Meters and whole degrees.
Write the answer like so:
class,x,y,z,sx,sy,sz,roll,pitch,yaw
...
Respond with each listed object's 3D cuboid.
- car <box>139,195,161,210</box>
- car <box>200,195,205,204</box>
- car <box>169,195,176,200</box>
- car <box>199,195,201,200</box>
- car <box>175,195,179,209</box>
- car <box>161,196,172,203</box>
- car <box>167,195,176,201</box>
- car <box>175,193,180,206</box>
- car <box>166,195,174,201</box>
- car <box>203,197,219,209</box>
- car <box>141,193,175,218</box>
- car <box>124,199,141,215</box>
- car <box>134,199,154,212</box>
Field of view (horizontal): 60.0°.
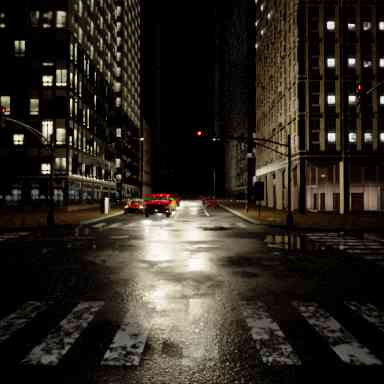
class,x,y,z,sx,sy,sz,roll,pitch,yaw
car,-5.605,1.332,44.966,2.192,1.841,5.009,1,0,0
car,2.789,1.547,56.341,1.752,1.417,4.829,1,0,0
car,-5.535,1.605,95.142,1.947,1.339,4.313,1,0,0
car,2.796,1.590,61.748,1.947,1.339,4.313,1,0,0
car,-3.036,1.493,41.571,1.882,1.535,5.008,0,0,0
car,-5.568,1.573,72.841,1.887,1.381,4.507,1,0,0
car,-5.543,1.587,89.567,2.008,1.369,4.403,1,0,0
car,-3.014,1.242,52.070,2.150,2.045,5.566,0,0,0
car,-5.551,1.578,83.992,1.887,1.381,4.507,1,0,0
car,2.770,1.599,45.015,1.802,1.307,4.206,1,0,0
car,-3.047,1.233,31.144,2.150,2.045,5.566,0,0,0
car,-5.624,1.453,33.815,1.967,1.590,4.097,1,0,0
car,-5.618,1.597,39.390,1.802,1.307,4.206,1,0,0
